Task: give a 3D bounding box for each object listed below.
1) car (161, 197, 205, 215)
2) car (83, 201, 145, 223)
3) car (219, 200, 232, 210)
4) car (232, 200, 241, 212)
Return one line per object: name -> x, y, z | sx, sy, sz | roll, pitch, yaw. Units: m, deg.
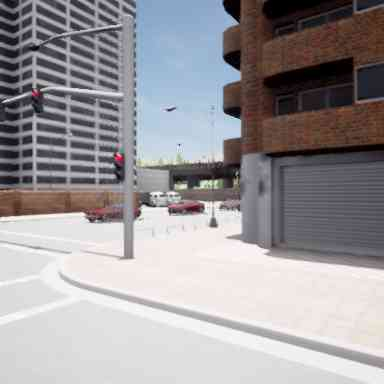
car -> -0.606, 1.578, 34.966 | 1.882, 1.535, 5.008 | 0, 0, 35
car -> -6.332, 1.701, 26.870 | 1.895, 1.301, 4.718 | 0, 0, 35
car -> 5.146, 1.665, 43.105 | 1.994, 1.385, 4.181 | 0, 0, 36
car -> 7.071, 1.588, 39.473 | 1.837, 1.490, 4.892 | 0, 0, 35
